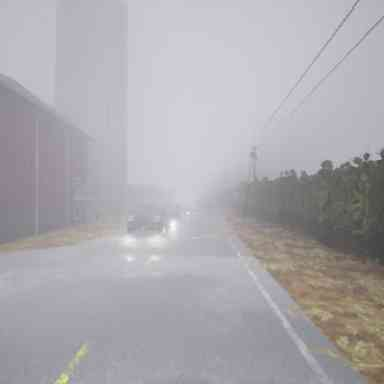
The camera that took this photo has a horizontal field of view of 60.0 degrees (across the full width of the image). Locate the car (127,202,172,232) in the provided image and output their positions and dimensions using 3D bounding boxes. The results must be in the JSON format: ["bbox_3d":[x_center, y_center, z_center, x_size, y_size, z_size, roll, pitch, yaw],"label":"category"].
[{"bbox_3d":[-2.737,1.567,21.561,2.097,1.767,4.553,0,-1,3],"label":"car"}]

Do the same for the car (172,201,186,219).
[{"bbox_3d":[-2.109,1.819,32.944,2.128,1.511,4.902,0,0,4],"label":"car"}]

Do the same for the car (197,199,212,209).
[{"bbox_3d":[2.249,2.019,54.180,1.882,1.535,5.008,0,0,0],"label":"car"}]

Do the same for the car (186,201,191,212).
[{"bbox_3d":[-1.270,1.992,46.813,1.812,1.442,4.674,0,-1,3],"label":"car"}]
